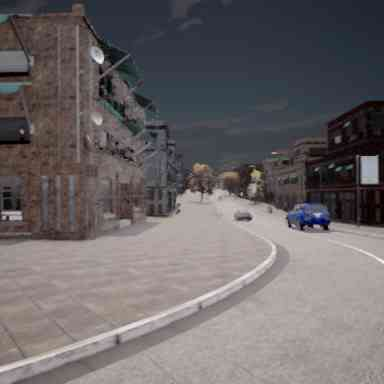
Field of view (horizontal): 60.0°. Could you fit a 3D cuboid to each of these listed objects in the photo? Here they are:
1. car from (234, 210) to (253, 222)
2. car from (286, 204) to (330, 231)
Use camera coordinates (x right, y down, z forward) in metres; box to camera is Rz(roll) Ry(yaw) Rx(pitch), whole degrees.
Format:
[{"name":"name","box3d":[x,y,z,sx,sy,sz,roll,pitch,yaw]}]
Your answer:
[{"name":"car","box3d":[6.439,2.945,42.107,2.033,1.411,5.357,-1,-1,1]},{"name":"car","box3d":[9.259,1.979,26.916,2.150,2.045,5.566,-1,-3,2]}]
